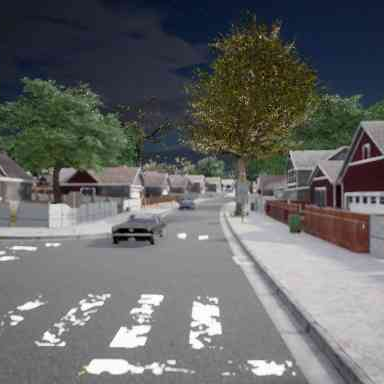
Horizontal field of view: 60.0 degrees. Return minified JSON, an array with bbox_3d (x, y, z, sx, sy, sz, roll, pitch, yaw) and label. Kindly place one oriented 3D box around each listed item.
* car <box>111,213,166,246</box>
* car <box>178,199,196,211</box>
[{"bbox_3d":[-2.405,1.686,15.904,1.895,1.301,4.718,0,-1,2],"label":"car"},{"bbox_3d":[-0.554,1.653,42.015,2.033,1.411,5.357,0,0,5],"label":"car"}]
